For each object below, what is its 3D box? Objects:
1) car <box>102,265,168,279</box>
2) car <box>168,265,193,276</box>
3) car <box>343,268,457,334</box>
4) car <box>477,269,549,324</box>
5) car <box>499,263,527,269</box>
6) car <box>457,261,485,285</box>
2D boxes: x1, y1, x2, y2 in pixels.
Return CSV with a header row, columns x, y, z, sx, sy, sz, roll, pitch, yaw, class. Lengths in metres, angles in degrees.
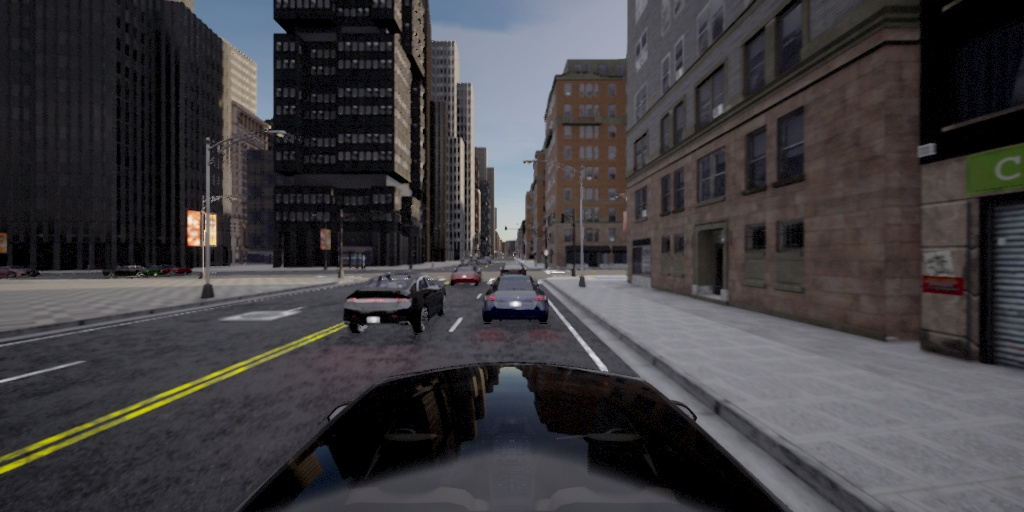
x,y,z,sx,sy,sz,roll,pitch,yaw,class
-39.016,1.634,37.021,4.718,1.301,1.895,0,0,0,car
-38.880,1.627,40.274,4.718,1.301,1.895,0,0,0,car
-3.149,1.240,10.581,2.128,1.511,4.902,0,0,0,car
0.101,1.312,12.019,1.994,1.385,4.181,0,0,0,car
0.099,1.224,26.074,1.882,1.535,5.008,0,0,0,car
-3.217,1.311,25.590,1.994,1.385,4.181,0,0,-2,car
